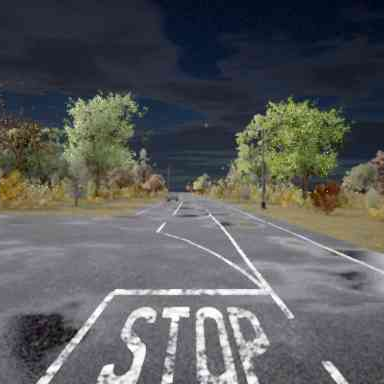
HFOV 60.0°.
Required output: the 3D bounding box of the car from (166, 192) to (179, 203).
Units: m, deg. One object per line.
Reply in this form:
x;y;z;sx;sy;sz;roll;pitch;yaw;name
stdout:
-3.808;0.993;65.252;2.150;2.045;5.566;0;1;-1;car
